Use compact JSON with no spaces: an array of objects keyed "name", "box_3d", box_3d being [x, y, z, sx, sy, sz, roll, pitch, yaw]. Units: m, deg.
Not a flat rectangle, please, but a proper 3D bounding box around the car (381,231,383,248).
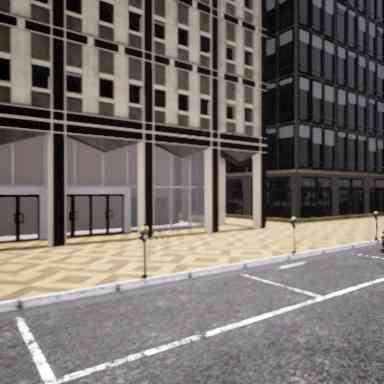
[{"name":"car","box_3d":[9.218,1.575,13.140,4.507,1.381,1.887,0,0,-36]}]
